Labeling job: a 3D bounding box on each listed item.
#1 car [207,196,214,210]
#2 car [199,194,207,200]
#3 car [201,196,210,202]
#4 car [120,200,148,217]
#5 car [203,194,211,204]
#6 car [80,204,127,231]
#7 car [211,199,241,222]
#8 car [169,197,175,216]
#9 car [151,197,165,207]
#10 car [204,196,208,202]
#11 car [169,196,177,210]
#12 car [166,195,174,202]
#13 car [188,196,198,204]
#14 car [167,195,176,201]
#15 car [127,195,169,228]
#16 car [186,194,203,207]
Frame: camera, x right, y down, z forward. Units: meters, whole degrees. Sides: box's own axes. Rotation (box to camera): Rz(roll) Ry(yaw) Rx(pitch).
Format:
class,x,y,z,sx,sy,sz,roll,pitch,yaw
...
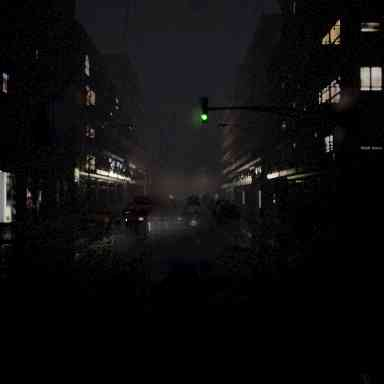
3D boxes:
class,x,y,z,sx,sy,sz,roll,pitch,yaw
car,2.826,1.447,32.093,1.967,1.590,4.097,1,0,0
car,3.067,1.474,92.851,1.967,1.590,4.097,1,0,0
car,3.000,1.590,76.280,1.947,1.339,4.313,1,0,0
car,-5.556,1.551,32.140,1.887,1.381,4.507,1,0,0
car,2.959,1.334,65.234,2.192,1.841,5.009,1,0,0
car,-5.600,1.529,20.923,1.752,1.417,4.829,1,0,0
car,2.803,1.550,26.569,1.887,1.381,4.507,1,0,0
car,-2.967,1.511,32.252,1.837,1.490,4.892,0,0,0
car,-5.469,1.539,54.064,1.752,1.417,4.829,1,0,0
car,2.868,1.592,43.140,1.802,1.307,4.206,1,0,0
car,-2.920,1.536,42.524,1.812,1.442,4.674,0,0,1
car,-5.359,1.552,81.680,1.752,1.417,4.829,1,0,0
car,0.249,1.522,62.846,1.837,1.490,4.892,0,0,0
car,-5.337,1.581,87.374,2.008,1.369,4.403,1,0,0
car,-2.996,1.226,22.306,2.150,2.045,5.566,0,0,0
car,0.210,1.365,52.811,2.097,1.767,4.553,0,0,0
